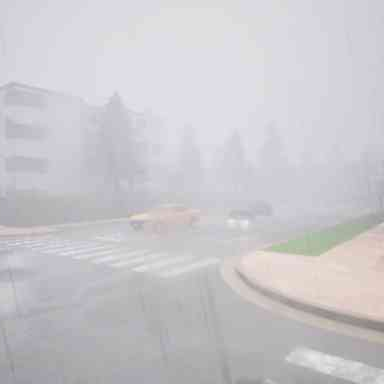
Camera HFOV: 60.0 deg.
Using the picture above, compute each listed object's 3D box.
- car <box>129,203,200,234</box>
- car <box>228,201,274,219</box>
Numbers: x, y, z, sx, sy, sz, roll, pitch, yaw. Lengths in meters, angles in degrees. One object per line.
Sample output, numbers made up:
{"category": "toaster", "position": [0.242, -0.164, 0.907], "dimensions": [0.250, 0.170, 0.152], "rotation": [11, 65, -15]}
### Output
{"category": "car", "position": [-1.509, 1.473, 19.729], "dimensions": [1.882, 1.535, 5.008], "rotation": [-1, 0, 38]}
{"category": "car", "position": [5.174, 1.434, 28.344], "dimensions": [2.033, 1.411, 5.357], "rotation": [-1, 0, 38]}
